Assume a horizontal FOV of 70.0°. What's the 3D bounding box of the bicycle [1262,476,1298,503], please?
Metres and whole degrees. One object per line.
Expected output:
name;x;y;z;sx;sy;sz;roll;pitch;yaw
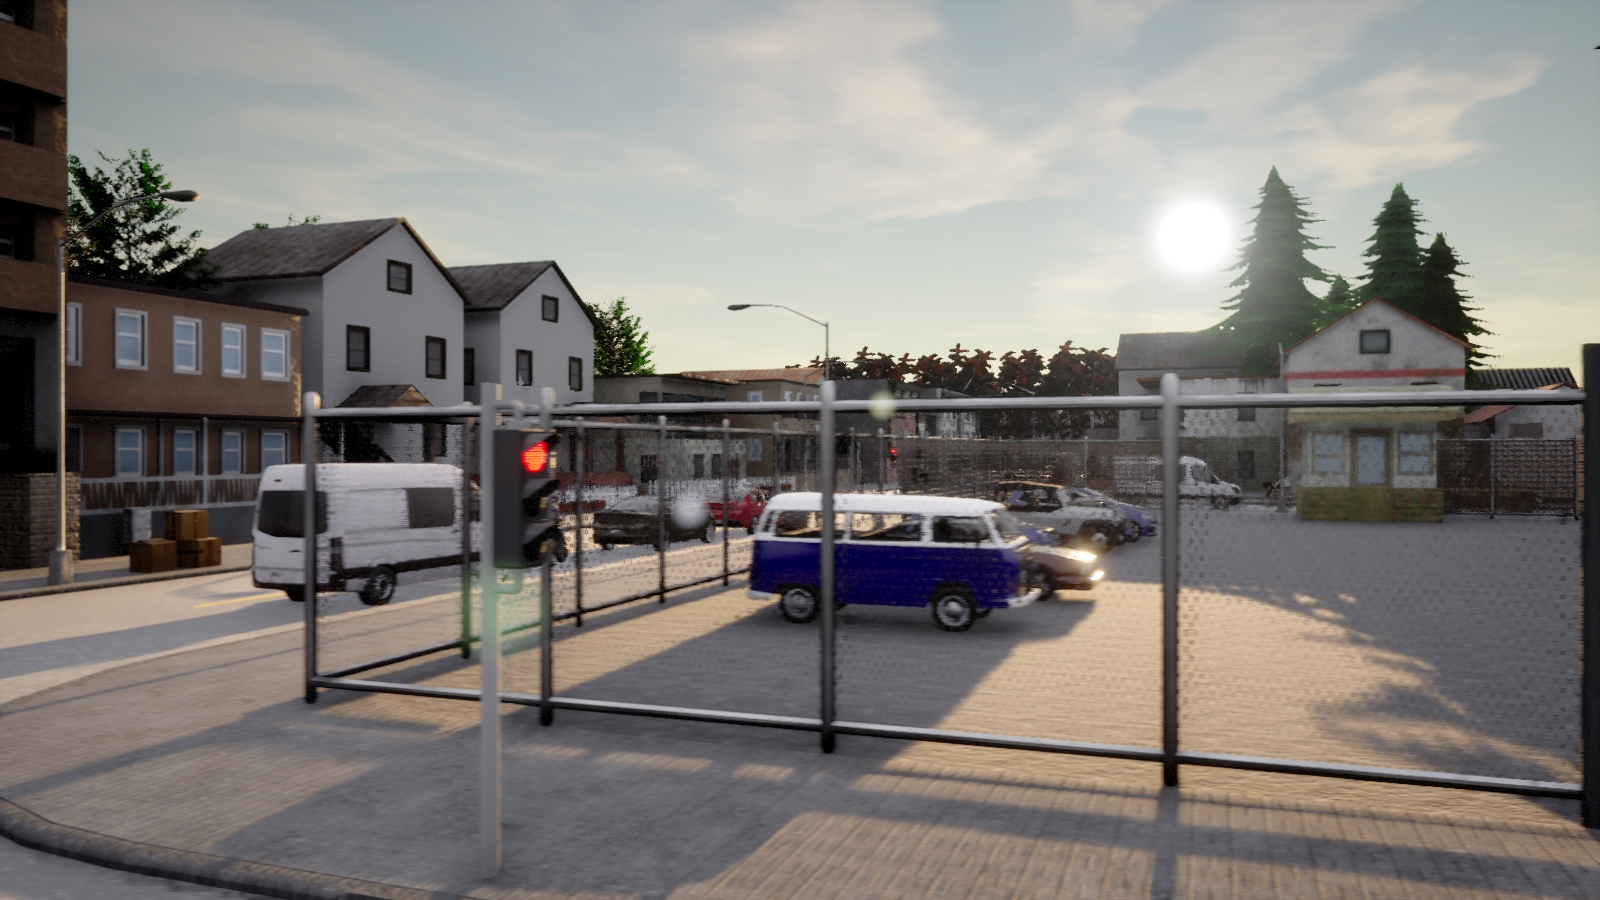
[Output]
bicycle;23.693;1.936;56.413;1.643;1.296;0.373;0;0;20

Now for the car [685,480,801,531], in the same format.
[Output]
car;-1.842;1.841;39.056;2.231;1.480;4.892;0;0;20

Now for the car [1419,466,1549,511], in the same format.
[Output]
car;29.875;1.644;50.078;4.605;1.855;1.932;0;0;21

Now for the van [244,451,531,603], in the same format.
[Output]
van;-7.833;1.315;22.539;1.988;2.561;5.915;0;0;20
